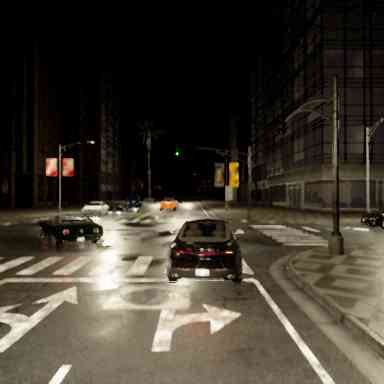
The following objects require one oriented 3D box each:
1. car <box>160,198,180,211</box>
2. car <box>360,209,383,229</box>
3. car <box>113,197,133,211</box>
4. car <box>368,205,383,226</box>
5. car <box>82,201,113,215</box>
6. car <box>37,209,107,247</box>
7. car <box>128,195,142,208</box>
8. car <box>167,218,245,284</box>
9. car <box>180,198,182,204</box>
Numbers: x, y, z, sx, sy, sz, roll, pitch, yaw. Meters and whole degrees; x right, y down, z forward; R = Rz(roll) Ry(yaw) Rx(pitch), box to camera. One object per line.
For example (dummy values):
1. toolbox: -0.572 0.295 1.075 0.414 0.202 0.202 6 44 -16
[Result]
1. car: -3.154 1.599 45.879 2.097 1.767 4.553 0 0 0
2. car: 13.127 1.538 20.806 4.892 1.490 1.837 0 -1 -1
3. car: -9.818 1.787 44.822 2.033 1.411 5.357 0 0 0
4. car: 15.184 1.623 23.592 4.313 1.339 1.947 0 0 -1
5. car: -9.846 1.698 34.168 1.812 1.442 4.674 0 0 0
6. car: -5.794 1.651 15.435 1.895 1.301 4.718 0 0 -34
7. car: -9.754 1.538 55.530 2.150 2.045 5.566 0 0 0
8. car: 0.473 1.537 9.777 1.837 1.490 4.892 0 0 6
9. car: -3.256 1.998 75.857 1.812 1.442 4.674 0 0 0
